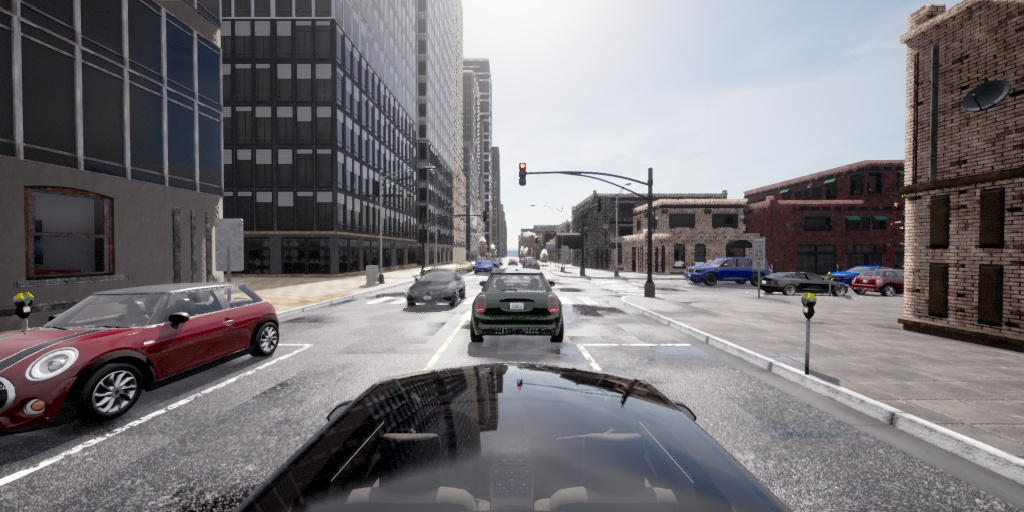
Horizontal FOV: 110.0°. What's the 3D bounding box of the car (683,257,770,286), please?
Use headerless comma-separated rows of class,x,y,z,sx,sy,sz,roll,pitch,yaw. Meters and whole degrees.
car,15.763,1.105,26.190,5.566,2.045,2.150,1,1,1

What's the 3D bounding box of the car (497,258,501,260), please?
car,-3.019,1.089,55.497,2.097,1.767,4.553,0,0,0

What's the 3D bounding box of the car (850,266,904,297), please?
car,21.984,1.474,20.324,4.097,1.591,1.967,0,0,1

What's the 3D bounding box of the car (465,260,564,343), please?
car,0.146,1.100,9.857,2.097,1.767,4.553,0,0,1

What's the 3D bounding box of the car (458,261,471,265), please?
car,-5.773,1.265,43.335,1.751,1.417,4.829,0,0,0

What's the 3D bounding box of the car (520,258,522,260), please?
car,2.768,1.051,60.371,2.192,1.841,5.009,0,0,0

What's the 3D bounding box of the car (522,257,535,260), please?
car,2.753,1.179,49.082,1.967,1.591,4.097,0,0,0

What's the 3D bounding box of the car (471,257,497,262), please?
car,-3.051,1.218,39.836,1.882,1.535,5.008,0,0,0

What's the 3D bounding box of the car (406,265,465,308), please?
car,-3.084,1.272,15.415,1.812,1.442,4.674,0,0,0

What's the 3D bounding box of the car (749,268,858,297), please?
car,16.436,1.547,20.403,4.313,1.339,1.948,0,0,1

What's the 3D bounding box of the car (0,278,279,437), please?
car,-5.687,1.189,5.557,1.967,1.591,4.097,0,0,0

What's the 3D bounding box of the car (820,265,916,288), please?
car,25.731,1.456,26.051,5.008,1.535,1.882,1,1,1
